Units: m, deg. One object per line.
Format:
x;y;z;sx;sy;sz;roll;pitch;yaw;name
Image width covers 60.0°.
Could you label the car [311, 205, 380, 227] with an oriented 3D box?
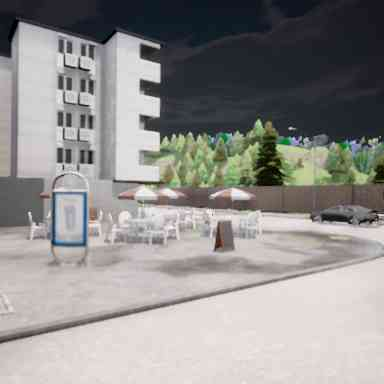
11.323;1.716;24.949;2.128;1.511;4.902;1;0;-35;car
